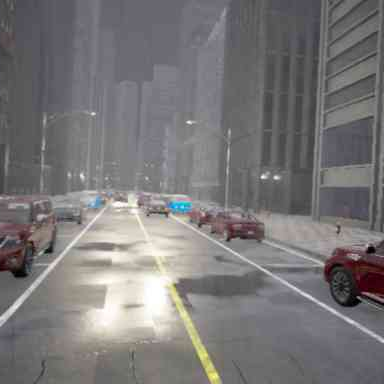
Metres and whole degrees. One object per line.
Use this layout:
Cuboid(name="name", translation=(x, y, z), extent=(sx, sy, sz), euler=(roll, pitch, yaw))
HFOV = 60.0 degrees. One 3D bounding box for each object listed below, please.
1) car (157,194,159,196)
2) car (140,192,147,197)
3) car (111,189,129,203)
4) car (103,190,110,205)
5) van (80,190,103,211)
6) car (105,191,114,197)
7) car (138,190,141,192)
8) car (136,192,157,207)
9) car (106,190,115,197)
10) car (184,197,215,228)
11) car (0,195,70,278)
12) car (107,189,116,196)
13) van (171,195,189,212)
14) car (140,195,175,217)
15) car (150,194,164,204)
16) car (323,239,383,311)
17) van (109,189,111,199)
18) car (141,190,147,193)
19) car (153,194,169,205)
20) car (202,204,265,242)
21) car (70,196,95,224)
Cuboid(name="car", translation=(-3.536, 1.257, 43.997), extent=(1.947, 1.339, 4.313), euler=(3, 0, -12))
Cuboid(name="car", translation=(-13.662, 0.673, 93.448), extent=(1.802, 1.307, 4.206), euler=(3, 0, -12))
Cuboid(name="car", translation=(-10.401, 0.698, 48.878), extent=(2.097, 1.767, 4.553), euler=(3, 0, -12))
Cuboid(name="car", translation=(-11.870, 0.736, 42.276), extent=(1.967, 1.590, 4.097), euler=(3, 0, -12))
Cuboid(name="van", translation=(-9.615, 0.779, 31.285), extent=(1.690, 1.788, 3.998), euler=(3, 0, -12))
Cuboid(name="car", translation=(-18.627, 0.457, 75.246), extent=(1.947, 1.339, 4.313), euler=(3, 0, -12))
Cuboid(name="car", translation=(-12.531, 0.596, 87.954), extent=(1.967, 1.590, 4.097), euler=(3, 0, -12))
Cuboid(name="car", translation=(-5.872, 1.150, 41.782), extent=(1.994, 1.385, 4.181), euler=(3, 0, -11))
Cuboid(name="car", translation=(-19.746, 0.266, 80.741), extent=(1.967, 1.590, 4.097), euler=(3, 0, -12))
Cuboid(name="car", translation=(0.970, 1.416, 22.017), extent=(1.967, 1.590, 4.097), euler=(3, 0, -12))
Cuboid(name="car", translation=(-5.114, 1.038, 9.305), extent=(2.192, 1.841, 5.009), euler=(3, 0, -12))
Cuboid(name="car", translation=(-20.865, 0.076, 86.236), extent=(2.192, 1.841, 5.009), euler=(3, 0, -12))
Cuboid(name="van", translation=(-1.275, 1.175, 33.006), extent=(1.690, 1.788, 3.998), euler=(3, 0, -12))
Cuboid(name="car", translation=(-3.061, 1.309, 28.310), extent=(2.033, 1.411, 5.357), euler=(3, 0, -11))
Cuboid(name="car", translation=(-5.818, 1.074, 55.153), extent=(1.752, 1.417, 4.829), euler=(3, 0, -12))
Cuboid(name="car", translation=(4.350, 1.505, 5.533), extent=(2.192, 1.841, 5.009), euler=(3, 0, -12))
Cuboid(name="van", translation=(-12.990, 0.566, 47.771), extent=(1.690, 1.788, 3.998), euler=(3, 0, -12))
Cuboid(name="car", translation=(-10.285, 0.838, 76.964), extent=(2.008, 1.369, 4.403), euler=(3, 0, -12))
Cuboid(name="car", translation=(-4.693, 1.144, 49.658), extent=(1.752, 1.417, 4.829), euler=(3, 0, -12))
Cuboid(name="car", translation=(2.090, 1.591, 16.523), extent=(1.887, 1.381, 4.507), euler=(3, 0, -12))
Cuboid(name="car", translation=(-7.376, 1.131, 20.296), extent=(2.008, 1.369, 4.403), euler=(3, 0, -12))
